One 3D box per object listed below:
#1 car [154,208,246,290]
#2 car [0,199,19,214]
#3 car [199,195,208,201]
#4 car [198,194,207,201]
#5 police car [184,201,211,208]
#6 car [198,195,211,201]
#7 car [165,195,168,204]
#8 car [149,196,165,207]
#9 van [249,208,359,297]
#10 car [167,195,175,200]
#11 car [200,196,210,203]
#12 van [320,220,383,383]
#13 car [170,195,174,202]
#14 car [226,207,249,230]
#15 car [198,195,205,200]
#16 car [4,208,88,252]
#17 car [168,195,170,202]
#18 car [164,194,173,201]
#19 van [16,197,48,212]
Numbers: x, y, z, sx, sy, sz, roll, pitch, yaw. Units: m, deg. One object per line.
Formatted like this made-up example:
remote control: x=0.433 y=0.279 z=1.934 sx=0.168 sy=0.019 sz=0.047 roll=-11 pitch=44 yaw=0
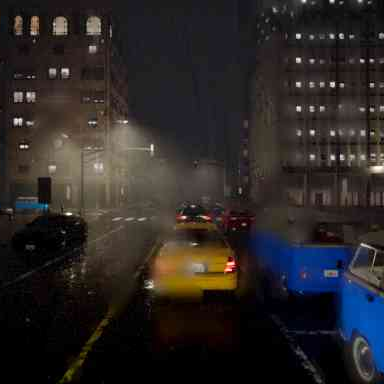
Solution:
car: x=0.096 y=1.458 z=9.056 sx=1.801 sy=1.575 sz=5.366 roll=0 pitch=0 yaw=0
car: x=-19.847 y=1.620 z=32.380 sx=4.403 sy=1.369 sz=2.008 roll=0 pitch=0 yaw=1
car: x=2.691 y=1.510 z=80.150 sx=2.008 sy=1.369 sz=4.403 roll=1 pitch=0 yaw=0
car: x=2.692 y=1.394 z=85.803 sx=1.967 sy=1.590 sz=4.097 roll=1 pitch=0 yaw=0
police car: x=0.102 y=1.505 z=19.375 sx=2.038 sy=1.542 sz=4.974 roll=0 pitch=0 yaw=0
car: x=2.693 y=1.529 z=63.196 sx=2.008 sy=1.369 sz=4.403 roll=1 pitch=0 yaw=0
car: x=-5.684 y=1.425 z=57.546 sx=1.967 sy=1.590 sz=4.097 roll=1 pitch=0 yaw=0
car: x=-5.686 y=1.572 z=51.893 sx=1.802 sy=1.307 sz=4.206 roll=1 pitch=0 yaw=0
van: x=2.702 y=1.343 z=8.296 sx=1.690 sy=1.788 sz=3.998 roll=1 pitch=0 yaw=0
car: x=-5.690 y=1.472 z=91.285 sx=1.752 sy=1.417 sz=4.829 roll=1 pitch=0 yaw=0
car: x=2.693 y=1.517 z=68.848 sx=1.887 sy=1.381 sz=4.507 roll=1 pitch=0 yaw=0
van: x=2.703 y=1.342 z=2.720 sx=1.690 sy=1.788 sz=3.998 roll=1 pitch=0 yaw=0
car: x=-5.688 y=1.517 z=74.499 sx=2.008 sy=1.369 sz=4.403 roll=1 pitch=0 yaw=0
car: x=2.698 y=1.545 z=19.450 sx=1.887 sy=1.381 sz=4.507 roll=1 pitch=0 yaw=0
car: x=2.690 y=1.472 z=91.624 sx=1.752 sy=1.417 sz=4.829 roll=1 pitch=0 yaw=0
car: x=-5.682 y=1.567 z=13.878 sx=1.947 sy=1.339 sz=4.313 roll=1 pitch=0 yaw=0
car: x=-5.687 y=1.560 z=63.196 sx=1.802 sy=1.307 sz=4.206 roll=1 pitch=0 yaw=0
car: x=-5.687 y=1.400 z=80.151 sx=1.967 sy=1.590 sz=4.097 roll=1 pitch=0 yaw=0
van: x=-19.740 y=1.524 z=40.761 sx=3.998 sy=1.788 sz=1.690 roll=0 pitch=0 yaw=1
